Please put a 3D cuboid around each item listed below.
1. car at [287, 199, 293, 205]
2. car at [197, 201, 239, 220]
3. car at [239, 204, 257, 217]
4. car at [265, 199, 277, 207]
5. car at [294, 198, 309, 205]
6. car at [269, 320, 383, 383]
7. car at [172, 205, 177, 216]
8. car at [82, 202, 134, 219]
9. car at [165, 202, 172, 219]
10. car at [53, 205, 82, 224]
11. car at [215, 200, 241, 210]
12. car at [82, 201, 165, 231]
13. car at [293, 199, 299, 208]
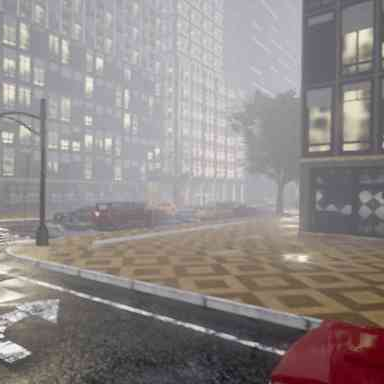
[{"bbox_3d":[22.268,2.184,73.003,1.802,1.307,4.206,0,0,36],"label":"car"},{"bbox_3d":[2.291,1.869,31.896,1.752,1.417,4.829,0,0,36],"label":"car"},{"bbox_3d":[5.543,1.973,36.295,1.802,1.307,4.206,0,0,36],"label":"car"},{"bbox_3d":[15.463,2.034,63.800,1.752,1.417,4.829,0,0,36],"label":"car"},{"bbox_3d":[25.620,2.199,77.536,2.008,1.369,4.403,0,0,36],"label":"car"},{"bbox_3d":[2.720,1.599,1.748,4.718,1.301,1.895,0,0,36],"label":"car"},{"bbox_3d":[-3.562,1.722,33.697,1.882,1.535,5.008,1,0,36],"label":"car"},{"bbox_3d":[-8.004,1.699,32.069,1.752,1.417,4.829,0,0,36],"label":"car"},{"bbox_3d":[-4.130,1.595,27.605,2.097,1.767,4.553,1,0,37],"label":"car"},{"bbox_3d":[-8.833,1.731,26.577,1.994,1.385,4.181,1,0,36],"label":"car"},{"bbox_3d":[5.507,1.935,50.338,1.947,1.339,4.313,0,0,36],"label":"car"},{"bbox_3d":[-4.515,1.559,22.691,2.192,1.841,5.009,0,0,36],"label":"car"},{"bbox_3d":[18.960,1.897,54.435,2.192,1.841,5.009,0,0,36],"label":"car"}]
